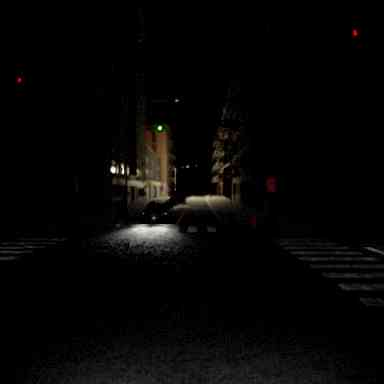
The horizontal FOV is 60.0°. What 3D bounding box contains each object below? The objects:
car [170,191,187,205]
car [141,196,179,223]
[{"bbox_3d":[-1.867,0.867,46.609,2.150,2.045,5.566,0,2,1],"label":"car"},{"bbox_3d":[-2.316,1.319,23.348,2.128,1.511,4.902,0,2,2],"label":"car"}]
